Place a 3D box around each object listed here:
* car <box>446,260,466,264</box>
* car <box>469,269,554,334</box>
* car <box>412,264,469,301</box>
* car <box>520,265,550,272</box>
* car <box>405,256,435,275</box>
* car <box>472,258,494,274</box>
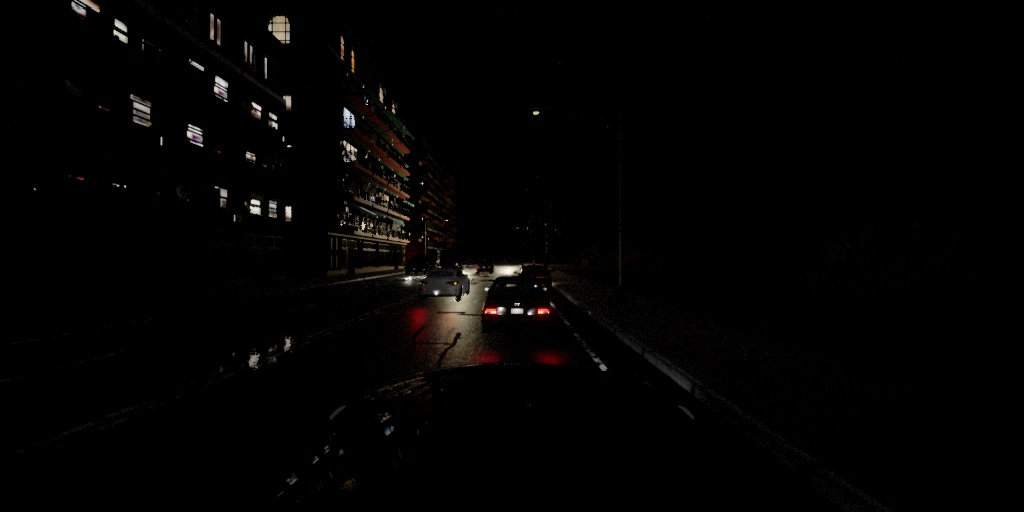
[{"bbox_3d":[-6.529,1.313,38.489,1.994,1.385,4.181,0,0,0],"label":"car"},{"bbox_3d":[0.118,1.298,10.639,2.033,1.411,5.357,0,0,0],"label":"car"},{"bbox_3d":[-3.122,1.276,17.146,1.812,1.442,4.674,0,0,0],"label":"car"},{"bbox_3d":[1.173,1.256,20.328,1.837,1.490,4.892,0,0,0],"label":"car"},{"bbox_3d":[-9.778,0.971,38.679,2.150,2.045,5.566,0,0,0],"label":"car"},{"bbox_3d":[-3.079,1.296,41.897,2.033,1.411,5.357,0,0,0],"label":"car"}]
